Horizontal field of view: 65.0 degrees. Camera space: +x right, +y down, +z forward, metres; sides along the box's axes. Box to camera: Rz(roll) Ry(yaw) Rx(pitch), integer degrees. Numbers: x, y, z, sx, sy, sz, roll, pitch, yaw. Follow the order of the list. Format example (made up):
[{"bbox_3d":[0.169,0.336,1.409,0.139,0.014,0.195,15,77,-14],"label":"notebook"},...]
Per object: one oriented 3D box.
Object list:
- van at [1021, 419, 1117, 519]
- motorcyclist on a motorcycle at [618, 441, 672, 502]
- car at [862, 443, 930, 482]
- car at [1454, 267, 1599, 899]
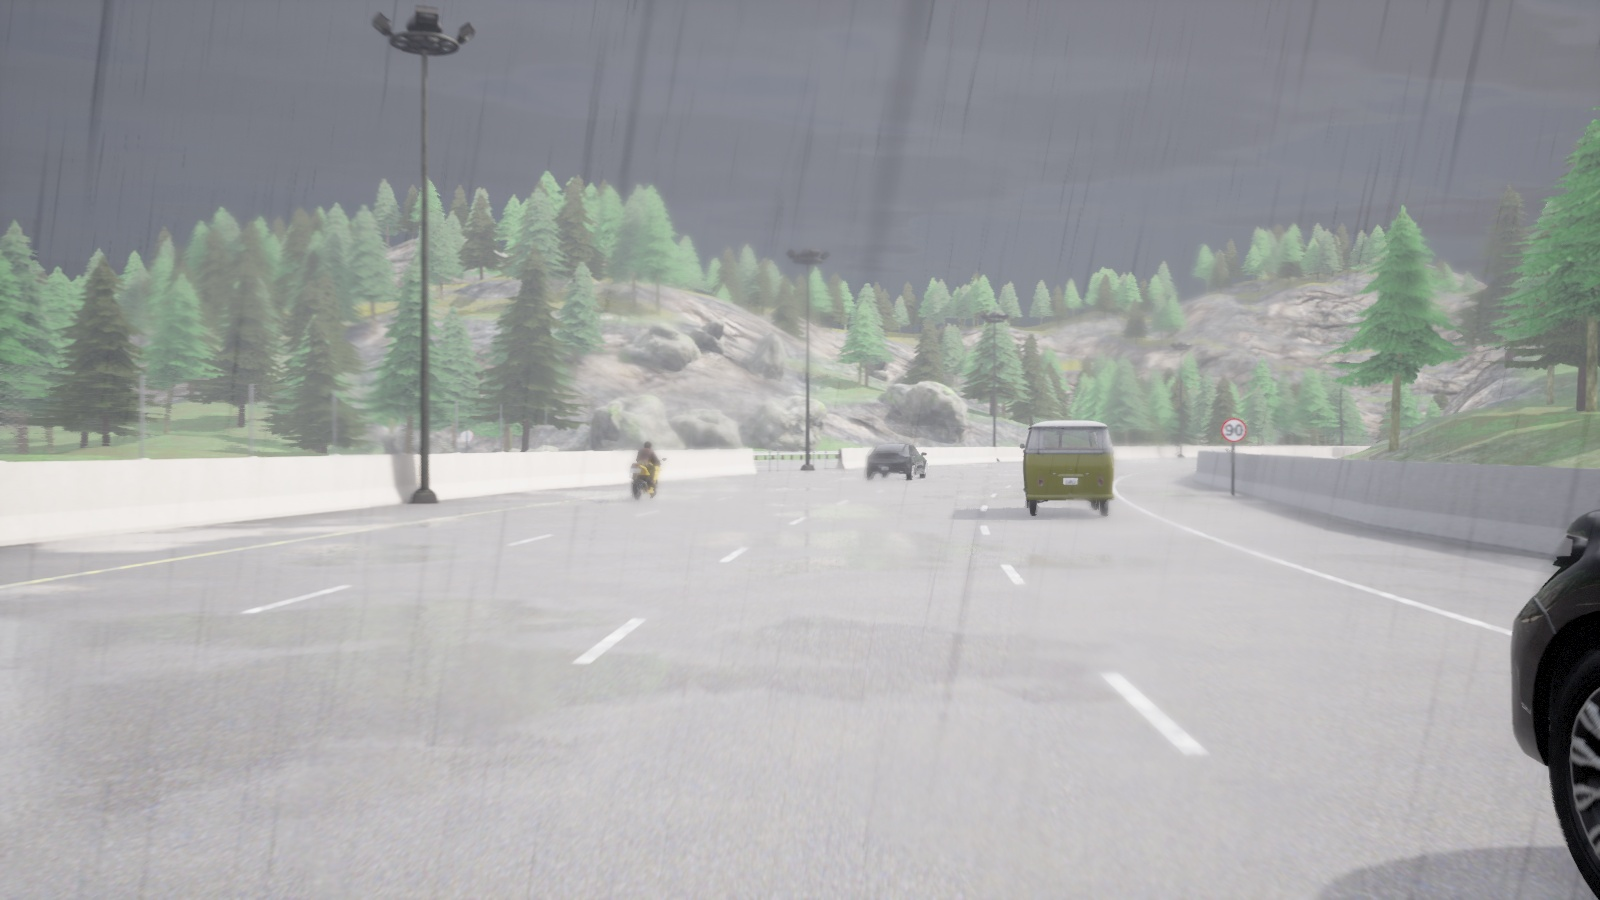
[{"bbox_3d":[5.766,0.363,27.317,1.775,1.987,4.442,0,0,9],"label":"van"},{"bbox_3d":[-4.021,0.534,32.690,0.797,1.523,2.044,1,0,10],"label":"motorcyclist on a motorcycle"},{"bbox_3d":[4.009,0.475,51.620,1.837,1.490,4.892,0,0,16],"label":"car"},{"bbox_3d":[3.537,0.465,2.015,2.150,2.045,5.566,0,0,1],"label":"car"}]
